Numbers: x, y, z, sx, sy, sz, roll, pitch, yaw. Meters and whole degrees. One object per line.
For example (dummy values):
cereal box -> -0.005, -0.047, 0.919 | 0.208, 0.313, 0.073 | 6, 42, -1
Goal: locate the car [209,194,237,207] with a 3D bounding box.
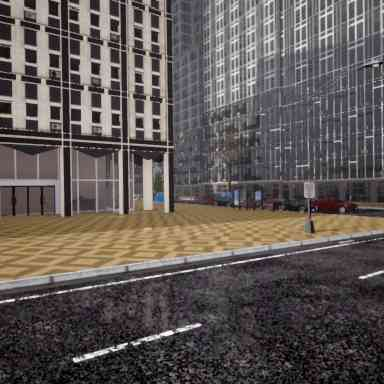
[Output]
car -> 4.647, 1.319, 44.662 | 1.947, 1.339, 4.313 | 0, 1, -34

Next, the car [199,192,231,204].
car -> 3.599, 1.011, 50.879 | 2.097, 1.767, 4.553 | -1, 1, -35

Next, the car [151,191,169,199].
car -> -7.536, 0.614, 77.605 | 2.192, 1.841, 5.009 | 0, 1, -34

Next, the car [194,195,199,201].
car -> 2.045, 1.043, 63.503 | 1.802, 1.307, 4.206 | 0, 1, -34

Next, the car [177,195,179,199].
car -> -4.342, 0.935, 72.907 | 1.802, 1.307, 4.206 | 0, 1, -34

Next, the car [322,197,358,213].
car -> 14.651, 1.315, 34.622 | 1.882, 1.535, 5.008 | -1, 1, -34

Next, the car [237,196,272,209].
car -> 7.792, 1.388, 39.929 | 1.802, 1.307, 4.206 | 0, 1, -34

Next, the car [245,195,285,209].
car -> 9.252, 1.228, 42.573 | 1.882, 1.535, 5.008 | -1, 1, -34

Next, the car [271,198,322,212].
car -> 10.972, 1.424, 35.215 | 1.947, 1.339, 4.313 | 0, 1, -34

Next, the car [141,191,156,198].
car -> -10.729, 0.685, 82.307 | 1.967, 1.590, 4.097 | 0, 1, -34

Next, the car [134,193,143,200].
car -> -11.275, 1.039, 68.199 | 2.008, 1.369, 4.403 | 0, 1, -34

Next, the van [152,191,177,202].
van -> -4.888, 0.937, 58.793 | 1.690, 1.788, 3.998 | 0, 1, -34

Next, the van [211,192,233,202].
van -> 5.238, 0.855, 58.798 | 1.690, 1.788, 3.998 | 0, 1, -34

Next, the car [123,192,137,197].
car -> -17.116, 0.688, 91.712 | 2.008, 1.369, 4.403 | 0, 1, -34
